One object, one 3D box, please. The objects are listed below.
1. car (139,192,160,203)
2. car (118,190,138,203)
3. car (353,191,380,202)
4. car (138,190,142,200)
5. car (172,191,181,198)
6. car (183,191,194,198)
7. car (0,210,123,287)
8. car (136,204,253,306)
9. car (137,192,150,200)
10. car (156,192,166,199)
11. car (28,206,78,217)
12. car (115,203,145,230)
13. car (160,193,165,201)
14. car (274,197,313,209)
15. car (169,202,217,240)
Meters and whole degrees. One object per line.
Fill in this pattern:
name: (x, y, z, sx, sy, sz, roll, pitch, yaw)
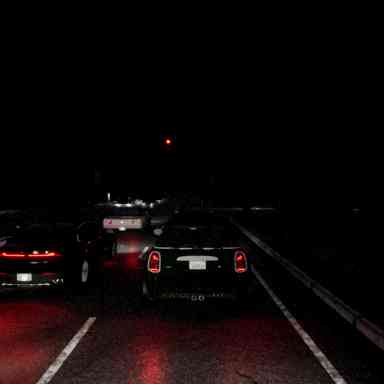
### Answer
car: (-7.129, 1.106, 56.056, 2.033, 1.411, 5.357, 0, 1, 0)
car: (-10.627, 0.929, 53.912, 2.097, 1.767, 4.553, 0, 0, 0)
car: (21.927, 0.923, 39.732, 5.566, 2.045, 2.150, 0, 1, -3)
car: (-10.601, 0.710, 63.353, 2.150, 2.045, 5.566, 0, 1, 0)
car: (-4.046, 0.693, 85.626, 1.837, 1.490, 4.892, 0, 1, -4)
car: (-0.571, 0.709, 86.123, 1.812, 1.442, 4.674, 0, 1, -4)
car: (-3.403, 1.468, 9.175, 1.837, 1.490, 4.892, 0, 0, 0)
car: (0.098, 1.323, 8.118, 2.097, 1.767, 4.553, 0, 0, 0)
car: (-10.638, 0.895, 73.577, 2.128, 1.511, 4.902, 0, 1, -1)
car: (-7.259, 0.843, 78.599, 2.033, 1.411, 5.357, 0, 1, -1)
car: (-7.110, 1.442, 17.442, 2.033, 1.411, 5.357, 0, 0, 0)
car: (-3.412, 1.487, 18.496, 1.895, 1.301, 4.718, 0, 0, 0)
car: (-7.078, 0.985, 67.999, 2.033, 1.411, 5.357, 0, 1, 0)
car: (12.176, 1.307, 39.178, 4.718, 1.301, 1.895, 0, 1, -3)
car: (0.083, 1.388, 17.315, 2.128, 1.511, 4.902, 0, 0, 1)
